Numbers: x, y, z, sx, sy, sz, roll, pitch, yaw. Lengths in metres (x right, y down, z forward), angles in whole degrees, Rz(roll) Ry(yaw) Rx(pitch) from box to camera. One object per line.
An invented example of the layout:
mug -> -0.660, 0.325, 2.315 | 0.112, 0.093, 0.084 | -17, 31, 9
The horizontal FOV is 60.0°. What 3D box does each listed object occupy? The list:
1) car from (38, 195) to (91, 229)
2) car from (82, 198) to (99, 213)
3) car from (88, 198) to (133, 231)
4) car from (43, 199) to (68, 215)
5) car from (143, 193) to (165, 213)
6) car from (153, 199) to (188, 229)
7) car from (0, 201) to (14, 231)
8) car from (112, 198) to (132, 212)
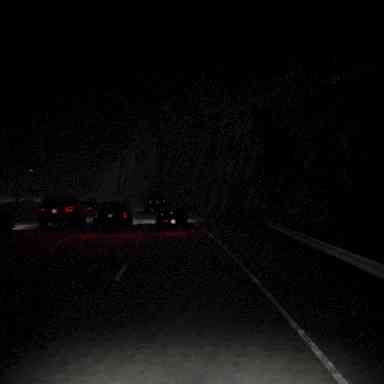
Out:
car -> -8.497, 1.243, 22.225 | 2.150, 2.045, 5.566 | -1, -1, -9
car -> -11.961, 1.522, 39.492 | 1.837, 1.490, 4.892 | -1, 1, -15
car -> -4.816, 1.345, 20.729 | 2.097, 1.767, 4.553 | -1, 0, -7
car -> -14.796, 1.582, 36.212 | 1.812, 1.442, 4.674 | -1, 0, -13
car -> -4.176, 1.161, 37.055 | 2.150, 2.045, 5.566 | -1, 0, -13
car -> -1.355, 1.456, 21.300 | 1.837, 1.490, 4.892 | -1, 0, -7
car -> -11.556, 1.425, 18.144 | 2.097, 1.767, 4.553 | -1, 0, -7
car -> -8.299, 1.469, 39.061 | 2.128, 1.511, 4.902 | -1, 0, -14
